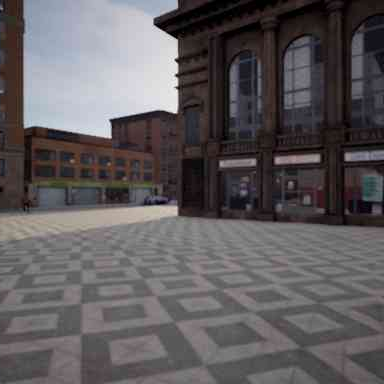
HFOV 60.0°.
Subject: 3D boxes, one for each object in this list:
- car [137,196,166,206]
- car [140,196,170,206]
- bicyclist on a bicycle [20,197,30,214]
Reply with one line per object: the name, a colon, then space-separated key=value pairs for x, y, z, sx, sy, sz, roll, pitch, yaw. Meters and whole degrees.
car: x=-6.819 y=1.511 z=56.787 sx=2.128 sy=1.511 sz=4.902 roll=0 pitch=0 yaw=36
car: x=-5.609 y=1.374 z=53.197 sx=2.097 sy=1.767 sz=4.553 roll=0 pitch=0 yaw=36
bicyclist on a bicycle: x=-16.475 y=1.344 z=32.744 sx=1.656 sy=1.620 sz=0.582 roll=0 pitch=0 yaw=36
